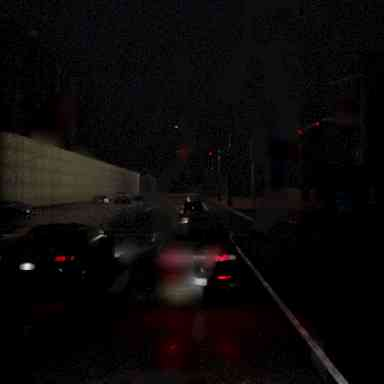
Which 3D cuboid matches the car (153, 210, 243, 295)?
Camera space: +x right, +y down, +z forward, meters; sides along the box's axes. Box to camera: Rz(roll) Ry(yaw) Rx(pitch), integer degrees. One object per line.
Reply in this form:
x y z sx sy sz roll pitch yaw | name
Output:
0.087 1.443 8.576 2.128 1.511 4.902 0 0 -1 | car

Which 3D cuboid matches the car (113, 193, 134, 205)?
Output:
-10.556 1.241 50.752 1.812 1.442 4.674 0 0 0 | car

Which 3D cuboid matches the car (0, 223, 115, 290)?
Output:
-3.421 1.513 8.927 1.994 1.385 4.181 0 0 0 | car

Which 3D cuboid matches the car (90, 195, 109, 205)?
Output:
-14.052 1.219 50.965 1.837 1.490 4.892 0 0 0 | car

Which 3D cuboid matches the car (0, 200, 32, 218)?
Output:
-15.914 1.368 28.123 4.674 1.442 1.812 0 0 11 | car

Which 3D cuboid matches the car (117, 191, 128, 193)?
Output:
-13.976 0.848 66.582 2.150 2.045 5.566 0 1 0 | car

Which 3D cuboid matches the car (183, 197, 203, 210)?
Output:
0.110 1.298 34.409 2.128 1.511 4.902 0 0 0 | car

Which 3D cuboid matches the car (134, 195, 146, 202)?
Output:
-10.477 1.228 66.227 1.895 1.301 4.718 0 0 0 | car
